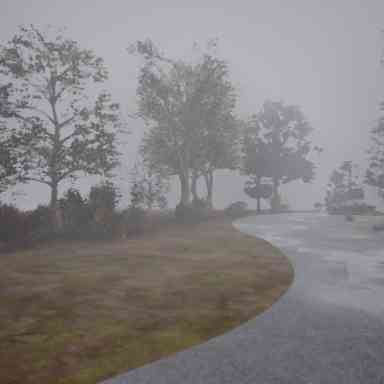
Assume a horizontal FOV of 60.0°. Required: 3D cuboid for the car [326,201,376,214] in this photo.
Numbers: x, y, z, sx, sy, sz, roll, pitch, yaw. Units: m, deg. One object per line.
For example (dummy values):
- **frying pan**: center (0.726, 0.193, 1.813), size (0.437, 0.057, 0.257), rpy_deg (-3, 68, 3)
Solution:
- **car**: center (16.521, 1.608, 34.768), size (4.718, 1.301, 1.895), rpy_deg (0, 0, -12)
